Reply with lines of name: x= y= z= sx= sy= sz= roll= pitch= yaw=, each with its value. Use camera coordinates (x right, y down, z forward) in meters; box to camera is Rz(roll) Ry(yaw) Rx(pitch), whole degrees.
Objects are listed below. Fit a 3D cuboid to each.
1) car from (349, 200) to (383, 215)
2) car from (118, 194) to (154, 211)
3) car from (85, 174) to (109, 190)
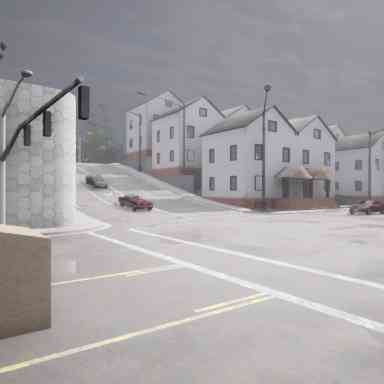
car: x=17.887 y=1.526 z=33.751 sx=4.674 sy=1.442 sz=1.812 roll=0 pitch=0 yaw=-35
car: x=-5.595 y=0.971 z=32.964 sx=1.895 sy=1.301 sz=4.718 roll=0 pitch=7 yaw=-35
car: x=-12.233 y=-1.361 z=42.610 sx=1.837 sy=1.490 sz=4.892 roll=0 pitch=14 yaw=-34
